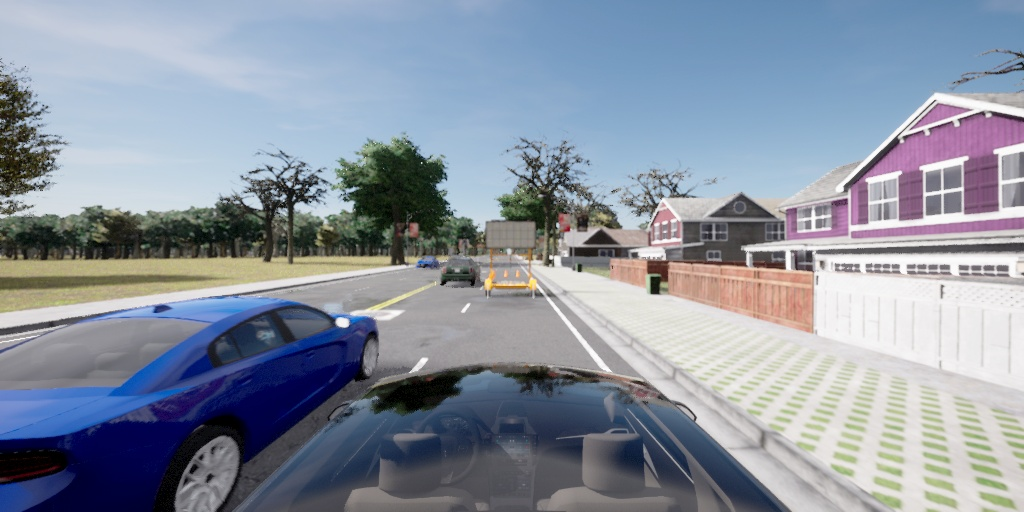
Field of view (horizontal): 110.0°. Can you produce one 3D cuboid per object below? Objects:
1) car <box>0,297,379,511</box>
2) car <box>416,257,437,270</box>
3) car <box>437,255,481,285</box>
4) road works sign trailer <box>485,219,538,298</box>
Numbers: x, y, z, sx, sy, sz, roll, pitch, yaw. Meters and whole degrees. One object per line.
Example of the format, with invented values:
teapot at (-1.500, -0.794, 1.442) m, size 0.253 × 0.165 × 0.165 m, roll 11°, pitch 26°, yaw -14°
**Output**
car at (-3.157, 1.202, 4.057) m, size 1.882 × 1.535 × 5.008 m, roll 0°, pitch 0°, yaw 0°
car at (-10.001, 0.831, 42.750) m, size 1.882 × 1.535 × 5.008 m, roll 0°, pitch 1°, yaw 0°
car at (-3.236, 0.883, 23.340) m, size 2.097 × 1.767 × 4.553 m, roll 0°, pitch 1°, yaw 0°
road works sign trailer at (-0.059, 0.058, 17.070) m, size 2.380 × 3.560 × 2.880 m, roll 0°, pitch 0°, yaw 0°
